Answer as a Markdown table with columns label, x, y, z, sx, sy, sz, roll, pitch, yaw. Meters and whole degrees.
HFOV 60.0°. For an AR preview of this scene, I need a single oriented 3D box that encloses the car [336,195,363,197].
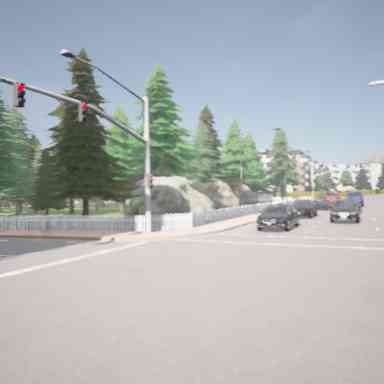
| label | x | y | z | sx | sy | sz | roll | pitch | yaw |
| --- | --- | --- | --- | --- | --- | --- | --- | --- | --- |
| car | 15.601 | 1.349 | 32.748 | 2.033 | 1.411 | 5.357 | -2 | 0 | 28 |

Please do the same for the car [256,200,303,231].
| label | x | y | z | sx | sy | sz | roll | pitch | yaw |
| --- | --- | --- | --- | --- | --- | --- | --- | --- | --- |
| car | 5.388 | 1.508 | 20.673 | 1.837 | 1.490 | 4.892 | -2 | 0 | 27 |

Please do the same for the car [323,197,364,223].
| label | x | y | z | sx | sy | sz | roll | pitch | yaw |
| --- | --- | --- | --- | --- | --- | --- | --- | --- | --- |
| car | 11.108 | 1.361 | 24.092 | 2.128 | 1.511 | 4.902 | -2 | 0 | 28 |

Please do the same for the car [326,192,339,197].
| label | x | y | z | sx | sy | sz | roll | pitch | yaw |
| --- | --- | --- | --- | --- | --- | --- | --- | --- | --- |
| car | 23.103 | 1.046 | 54.737 | 2.150 | 2.045 | 5.566 | -2 | 0 | 27 |

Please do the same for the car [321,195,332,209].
| label | x | y | z | sx | sy | sz | roll | pitch | yaw |
| --- | --- | --- | --- | --- | --- | --- | --- | --- | --- |
| car | 14.610 | 1.428 | 38.471 | 1.994 | 1.385 | 4.181 | -2 | 0 | 28 |

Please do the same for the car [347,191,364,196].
| label | x | y | z | sx | sy | sz | roll | pitch | yaw |
| --- | --- | --- | --- | --- | --- | --- | --- | --- | --- |
| car | 21.861 | 0.926 | 44.776 | 2.150 | 2.045 | 5.566 | -2 | 0 | 28 |

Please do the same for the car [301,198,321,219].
| label | x | y | z | sx | sy | sz | roll | pitch | yaw |
| --- | --- | --- | --- | --- | --- | --- | --- | --- | --- |
| car | 9.716 | 1.416 | 29.033 | 1.882 | 1.535 | 5.008 | -2 | 0 | 27 |
